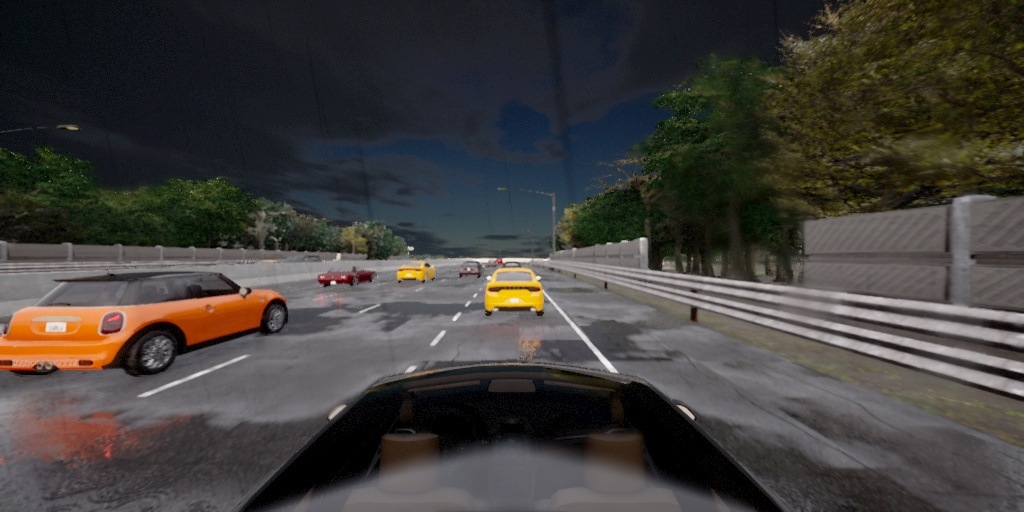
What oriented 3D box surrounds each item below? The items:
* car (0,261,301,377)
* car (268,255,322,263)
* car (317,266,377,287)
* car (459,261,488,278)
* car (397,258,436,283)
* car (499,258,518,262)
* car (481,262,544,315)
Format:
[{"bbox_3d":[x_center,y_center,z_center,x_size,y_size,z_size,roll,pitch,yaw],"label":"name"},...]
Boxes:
[{"bbox_3d":[-6.914,1.088,7.558,2.097,1.767,4.553,0,0,0],"label":"car"},{"bbox_3d":[-21.194,0.897,35.827,2.150,2.045,5.566,0,0,0],"label":"car"},{"bbox_3d":[-10.461,1.269,23.223,1.895,1.301,4.718,0,0,0],"label":"car"},{"bbox_3d":[-3.589,1.191,32.194,2.033,1.411,5.357,0,0,0],"label":"car"},{"bbox_3d":[-6.972,1.132,26.659,1.882,1.535,5.008,0,0,0],"label":"car"},{"bbox_3d":[0.013,1.165,31.504,1.812,1.442,4.674,0,0,0],"label":"car"},{"bbox_3d":[0.069,1.177,13.284,1.882,1.535,5.008,0,0,0],"label":"car"}]
